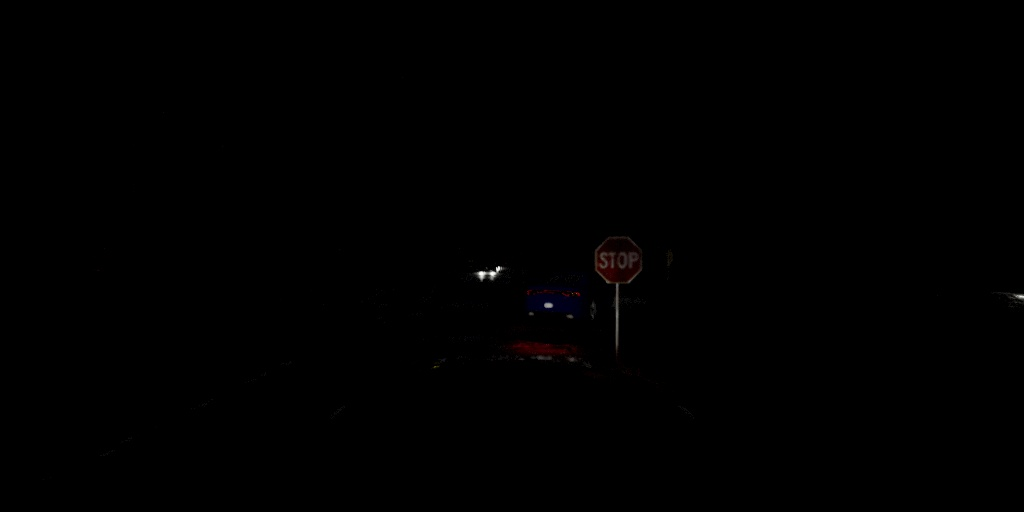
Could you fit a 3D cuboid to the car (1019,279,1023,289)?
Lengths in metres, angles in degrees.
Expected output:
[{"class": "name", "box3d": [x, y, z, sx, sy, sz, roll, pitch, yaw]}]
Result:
[{"class": "car", "box3d": [29.727, 1.282, 18.630, 4.892, 1.490, 1.837, 0, 0, 0]}]

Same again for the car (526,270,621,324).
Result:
[{"class": "car", "box3d": [2.215, 1.204, 12.082, 1.882, 1.535, 5.008, -1, 0, 29]}]

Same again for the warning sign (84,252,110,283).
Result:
[{"class": "warning sign", "box3d": [-24.168, 0.714, 20.860, 1.060, 1.860, 1.300, 0, 0, 0]}]

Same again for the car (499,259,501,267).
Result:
[{"class": "car", "box3d": [-2.807, 0.984, 59.104, 2.128, 1.511, 4.902, 0, 0, 0]}]

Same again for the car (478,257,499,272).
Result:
[{"class": "car", "box3d": [-2.840, 1.153, 41.907, 1.994, 1.385, 4.181, 0, 0, 0]}]
